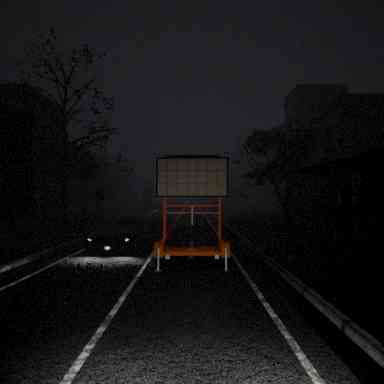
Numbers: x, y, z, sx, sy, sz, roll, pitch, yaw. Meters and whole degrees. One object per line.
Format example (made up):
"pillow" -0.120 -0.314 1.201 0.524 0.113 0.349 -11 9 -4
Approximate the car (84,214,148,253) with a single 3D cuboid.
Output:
"car" -3.088 1.704 14.800 2.033 1.411 5.357 0 -1 0

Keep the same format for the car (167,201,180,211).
"car" -2.957 2.273 54.847 1.812 1.442 4.674 0 -1 0

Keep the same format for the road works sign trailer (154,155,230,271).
"road works sign trailer" 0.009 0.567 11.193 2.380 3.560 2.880 0 -1 0
